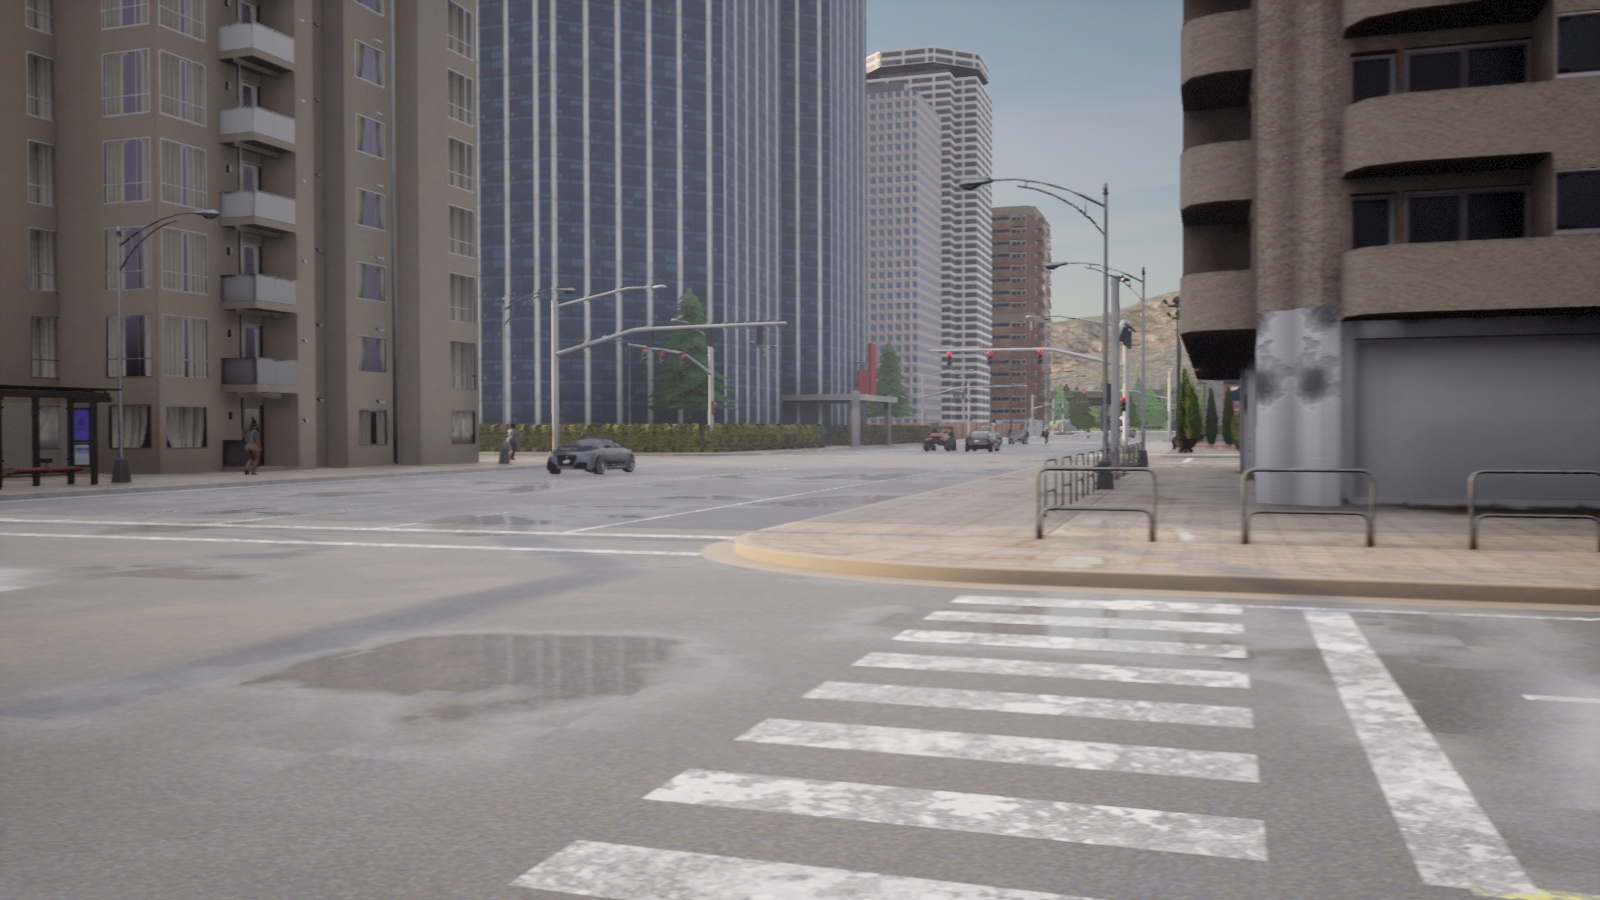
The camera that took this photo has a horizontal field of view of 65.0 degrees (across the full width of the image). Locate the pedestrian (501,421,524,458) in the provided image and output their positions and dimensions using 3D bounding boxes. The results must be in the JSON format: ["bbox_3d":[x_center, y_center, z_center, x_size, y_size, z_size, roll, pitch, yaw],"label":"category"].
[{"bbox_3d":[-14.522,-0.540,63.327,0.900,1.855,0.874,0,1,-32],"label":"pedestrian"}]

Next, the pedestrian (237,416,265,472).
[{"bbox_3d":[-18.281,-0.208,41.798,0.540,1.848,0.694,0,1,14],"label":"pedestrian"}]

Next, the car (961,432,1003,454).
[{"bbox_3d":[13.009,-0.509,89.534,2.163,1.488,4.792,1,1,18],"label":"car"}]

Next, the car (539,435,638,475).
[{"bbox_3d":[-7.903,0.149,47.361,1.994,1.385,4.181,1,1,18],"label":"car"}]

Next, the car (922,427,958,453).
[{"bbox_3d":[10.346,-0.774,92.681,1.905,1.878,3.866,1,1,18],"label":"car"}]
